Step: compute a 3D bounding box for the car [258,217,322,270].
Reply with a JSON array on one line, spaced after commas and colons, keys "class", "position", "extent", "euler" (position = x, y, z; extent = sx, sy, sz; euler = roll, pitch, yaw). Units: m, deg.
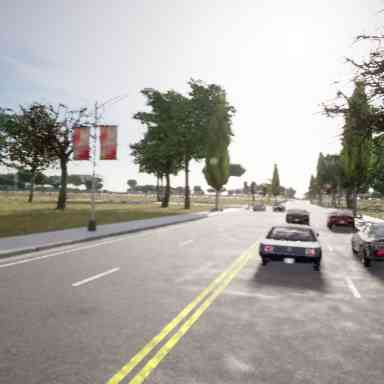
[{"class": "car", "position": [3.660, 1.840, 12.188], "extent": [1.895, 1.301, 4.718], "euler": [1, -1, 19]}]

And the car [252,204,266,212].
[{"class": "car", "position": [11.542, 2.659, 57.191], "extent": [1.895, 1.301, 4.718], "euler": [1, -1, 19]}]

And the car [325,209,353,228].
[{"class": "car", "position": [12.022, 2.128, 27.131], "extent": [1.882, 1.535, 5.008], "euler": [1, 0, 19]}]

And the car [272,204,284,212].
[{"class": "car", "position": [14.630, 2.726, 56.190], "extent": [1.895, 1.301, 4.718], "euler": [1, -1, 19]}]

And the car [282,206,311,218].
[{"class": "car", "position": [8.957, 2.063, 28.213], "extent": [1.882, 1.535, 5.008], "euler": [1, 0, 19]}]

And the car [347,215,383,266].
[{"class": "car", "position": [7.172, 1.857, 12.408], "extent": [1.812, 1.442, 4.674], "euler": [1, 0, 19]}]
